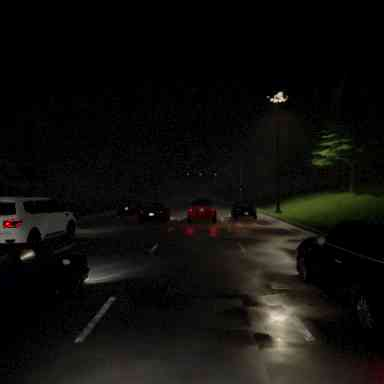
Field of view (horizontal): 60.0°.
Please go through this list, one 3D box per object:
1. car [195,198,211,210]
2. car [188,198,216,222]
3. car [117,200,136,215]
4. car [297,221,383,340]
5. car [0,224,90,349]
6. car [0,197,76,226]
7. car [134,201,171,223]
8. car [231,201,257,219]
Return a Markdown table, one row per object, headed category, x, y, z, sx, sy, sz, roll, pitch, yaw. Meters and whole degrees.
| category | x | y | z | sx | sy | sz | roll | pitch | yaw |
| --- | --- | --- | --- | --- | --- | --- | --- | --- | --- |
| car | 1.391 | 1.512 | 43.653 | 1.994 | 1.385 | 4.181 | 0 | 0 | 2 |
| car | 0.784 | 1.321 | 26.018 | 2.097 | 1.767 | 4.553 | 0 | 0 | 2 |
| car | -5.987 | 1.520 | 32.830 | 1.994 | 1.385 | 4.181 | 0 | 0 | 2 |
| car | 3.713 | 1.346 | 6.692 | 2.097 | 1.767 | 4.553 | 0 | 0 | 1 |
| car | -3.337 | 1.538 | 5.293 | 2.033 | 1.411 | 5.357 | 0 | 0 | 1 |
| car | -6.637 | 1.200 | 13.479 | 2.150 | 2.045 | 5.566 | 0 | 0 | 2 |
| car | -2.752 | 1.531 | 25.094 | 1.994 | 1.385 | 4.181 | 0 | 0 | 2 |
| car | 4.365 | 1.494 | 28.370 | 1.812 | 1.442 | 4.674 | 0 | 0 | 2 |
